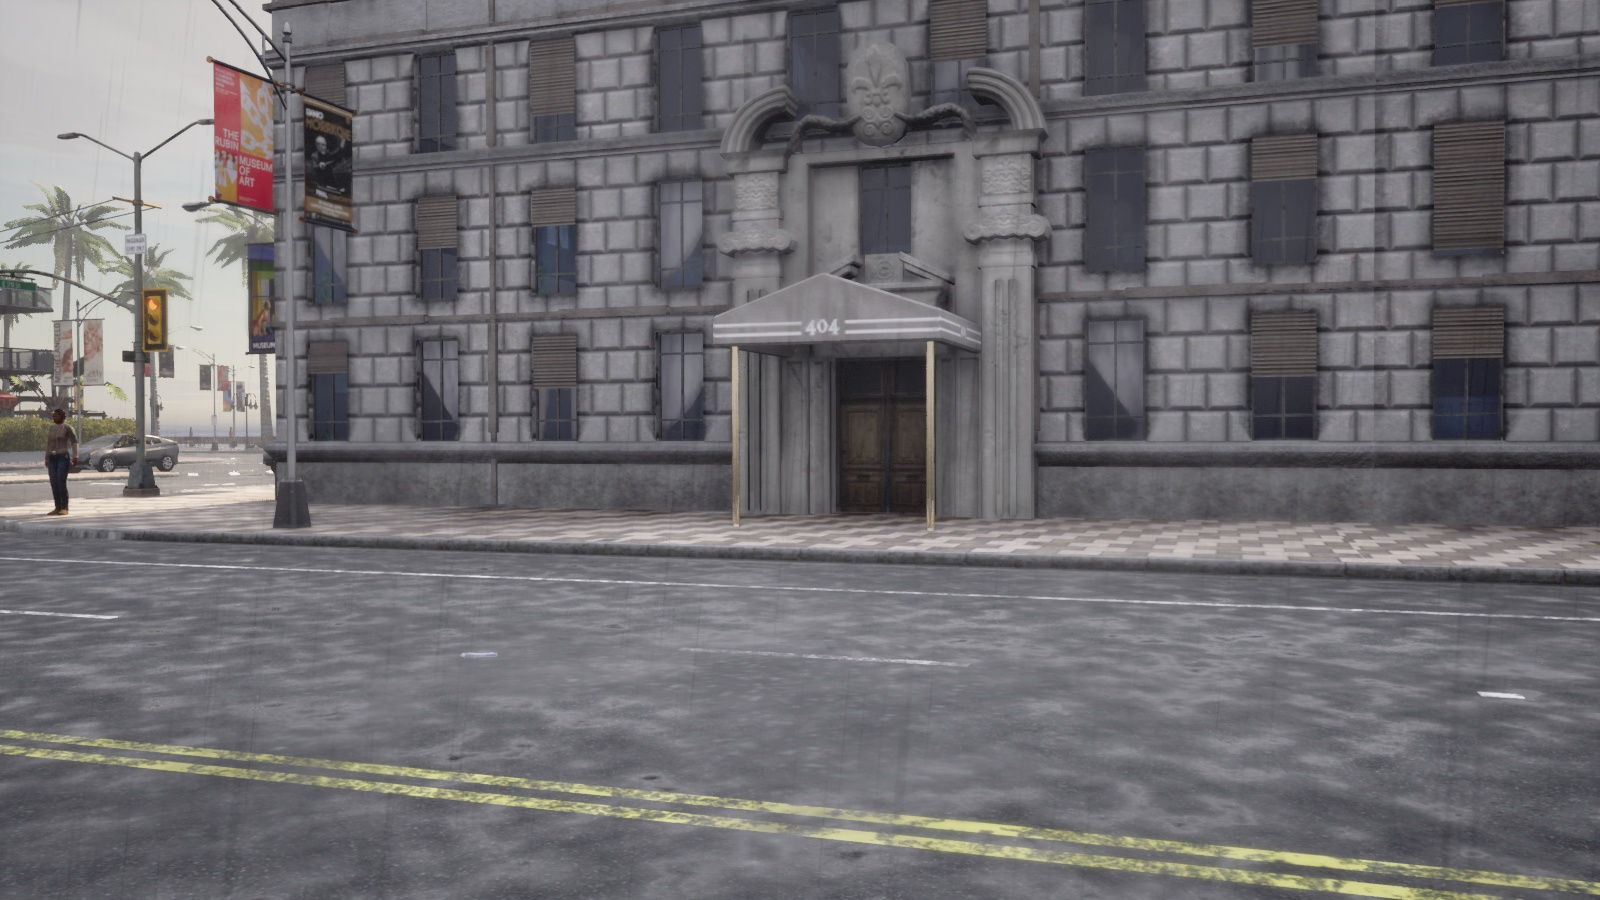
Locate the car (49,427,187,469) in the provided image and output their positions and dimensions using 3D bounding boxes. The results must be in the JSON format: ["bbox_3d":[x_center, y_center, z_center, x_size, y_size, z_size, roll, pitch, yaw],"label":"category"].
[{"bbox_3d":[-26.233,-0.102,48.491,2.007,1.525,4.514,1,1,19],"label":"car"}]

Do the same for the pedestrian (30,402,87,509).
[{"bbox_3d":[-12.728,0.090,21.561,0.328,1.805,0.869,0,1,12],"label":"pedestrian"}]
